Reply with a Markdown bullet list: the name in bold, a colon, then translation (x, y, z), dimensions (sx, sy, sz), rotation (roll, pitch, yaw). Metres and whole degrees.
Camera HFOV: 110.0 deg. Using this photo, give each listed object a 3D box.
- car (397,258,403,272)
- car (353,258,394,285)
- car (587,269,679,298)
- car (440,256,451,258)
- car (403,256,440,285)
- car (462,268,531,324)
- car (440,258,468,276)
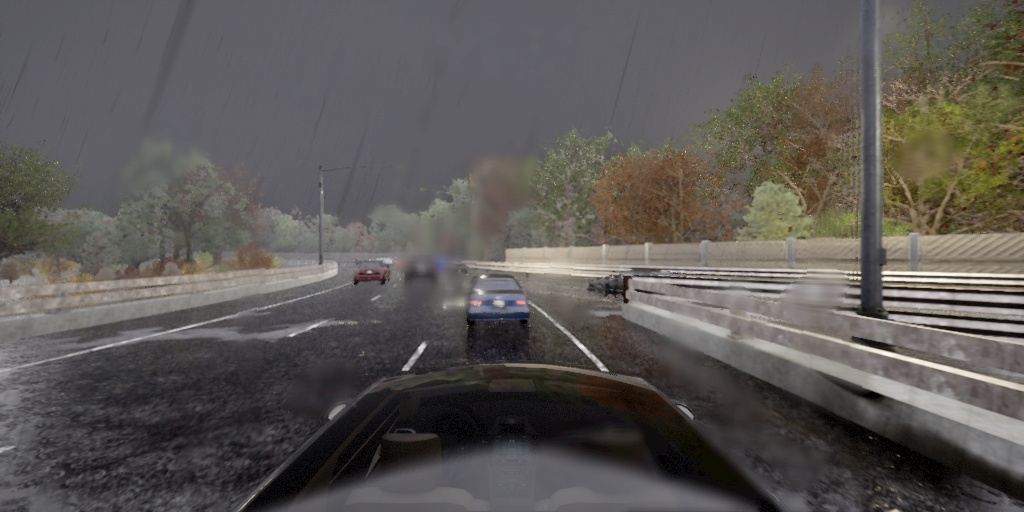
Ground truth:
- **car**: translation (-12.872, 1.310, 44.823), dimensions (1.837, 1.490, 4.892), rotation (0, 0, -24)
- **car**: translation (-10.376, 1.136, 26.886), dimensions (2.097, 1.767, 4.553), rotation (0, 0, -14)
- **car**: translation (5.921, 1.317, 16.426), dimensions (2.033, 1.411, 5.357), rotation (0, 0, -32)
- **car**: translation (-8.636, 1.023, 43.829), dimensions (2.150, 2.045, 5.566), rotation (0, 0, -22)
- **car**: translation (-6.820, 1.003, 27.211), dimensions (2.150, 2.045, 5.566), rotation (0, 0, -14)
- **car**: translation (-0.577, 1.309, 11.999), dimensions (2.033, 1.411, 5.357), rotation (0, 0, -6)
- **car**: translation (-5.991, 1.310, 37.710), dimensions (1.837, 1.490, 4.892), rotation (-1, 0, -24)
